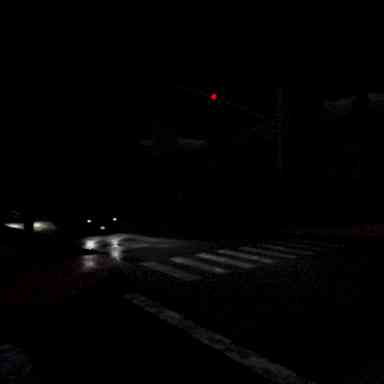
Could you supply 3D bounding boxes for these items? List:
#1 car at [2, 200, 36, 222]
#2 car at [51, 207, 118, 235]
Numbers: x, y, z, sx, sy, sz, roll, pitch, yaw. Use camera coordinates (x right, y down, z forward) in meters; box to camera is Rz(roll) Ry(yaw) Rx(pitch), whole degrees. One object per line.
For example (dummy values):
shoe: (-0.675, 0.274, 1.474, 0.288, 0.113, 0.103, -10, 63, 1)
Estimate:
car: (-13.819, 1.367, 25.264, 5.008, 1.535, 1.882, 0, 0, 37)
car: (-6.031, 1.507, 18.440, 1.895, 1.301, 4.718, 0, 0, -44)
